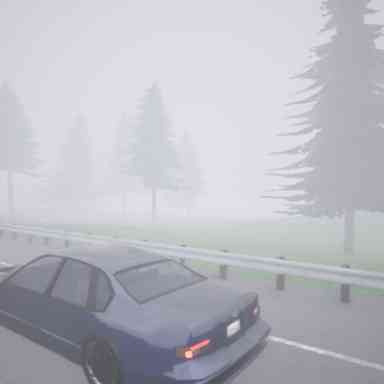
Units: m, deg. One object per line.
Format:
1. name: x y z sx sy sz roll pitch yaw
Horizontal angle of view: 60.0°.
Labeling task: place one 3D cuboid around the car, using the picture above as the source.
1. car: -1.555 1.559 5.187 5.357 1.411 2.033 0 0 37
